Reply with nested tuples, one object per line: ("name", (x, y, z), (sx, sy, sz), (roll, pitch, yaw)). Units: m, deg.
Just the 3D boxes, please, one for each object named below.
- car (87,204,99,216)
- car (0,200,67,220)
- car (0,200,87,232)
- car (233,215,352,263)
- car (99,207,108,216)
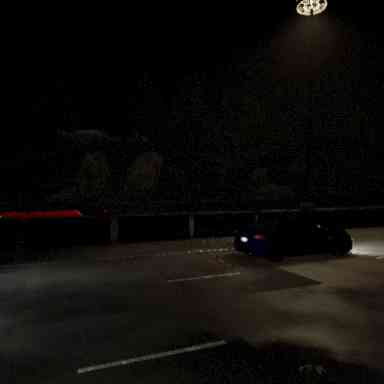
("car", (-9.001, 1.445, 21.964), (5.008, 1.535, 1.882), (0, 0, -23))
("car", (-13.100, 1.466, 27.841), (4.892, 1.490, 1.837), (0, 0, -23))
("car", (-8.420, 1.324, 18.415), (4.553, 1.767, 2.097), (0, 0, -23))
("car", (3.569, 1.533, 11.809), (4.181, 1.385, 1.994), (0, 0, -23))
("car", (-9.269, 1.510, 25.643), (5.357, 1.411, 2.033), (0, 0, -23))
